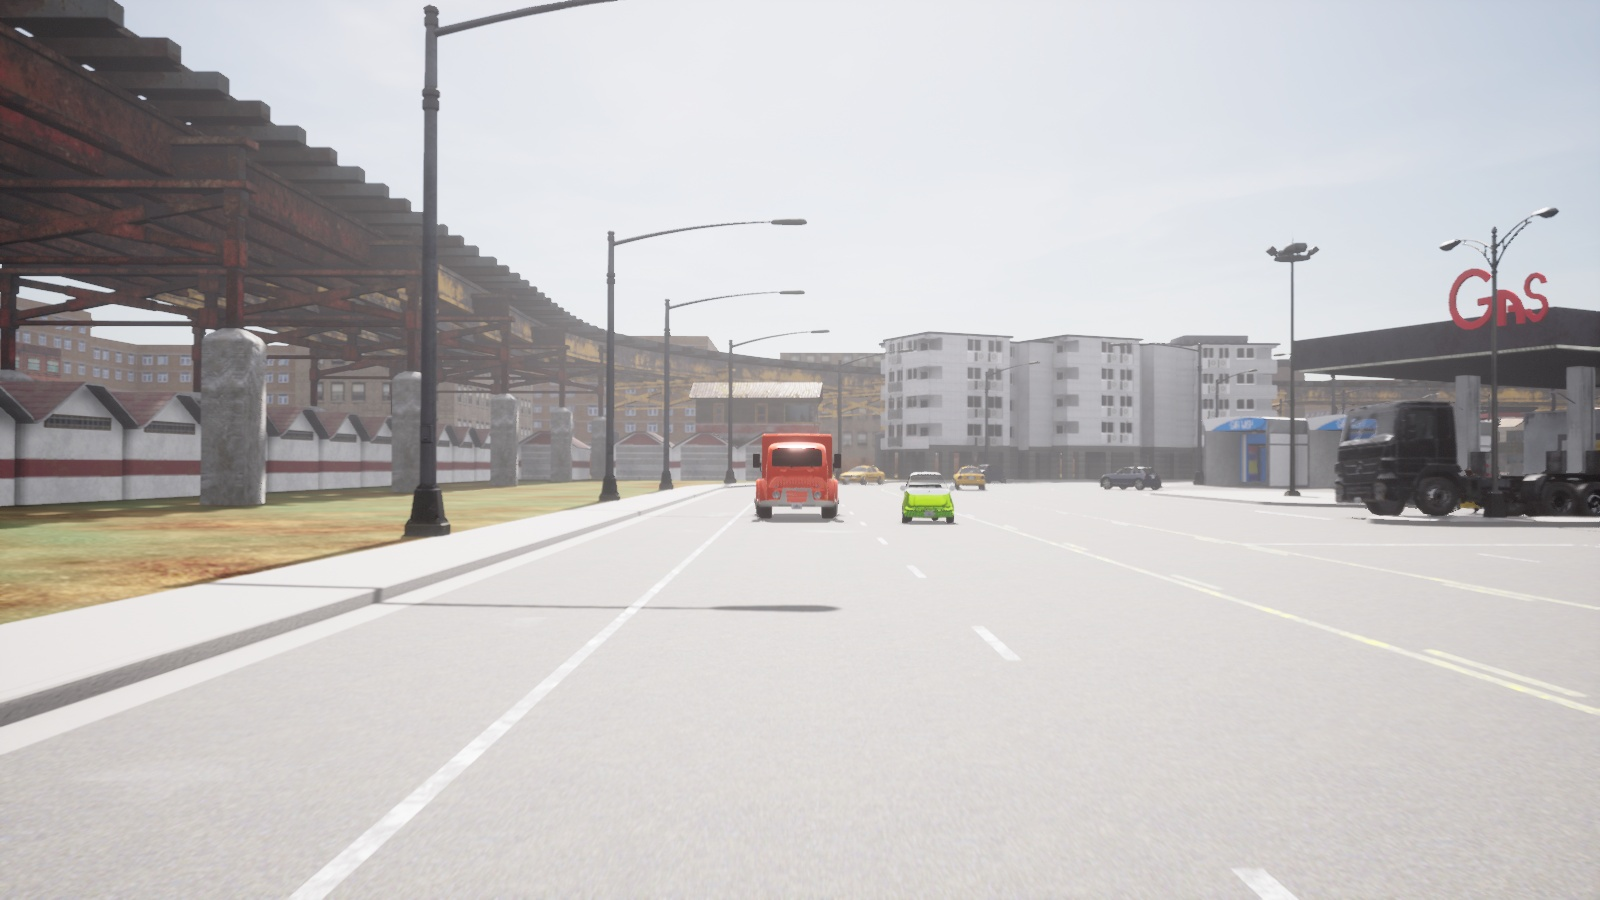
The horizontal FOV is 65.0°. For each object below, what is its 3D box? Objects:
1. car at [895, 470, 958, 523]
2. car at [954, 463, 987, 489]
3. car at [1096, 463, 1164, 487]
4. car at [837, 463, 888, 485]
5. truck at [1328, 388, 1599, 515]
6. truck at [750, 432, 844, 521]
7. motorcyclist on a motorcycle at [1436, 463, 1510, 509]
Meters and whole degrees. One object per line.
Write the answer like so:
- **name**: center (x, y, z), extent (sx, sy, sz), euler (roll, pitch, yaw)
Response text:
- **car**: center (3.421, 1.248, 34.197), extent (1.481, 1.376, 2.207), euler (0, -1, 0)
- **car**: center (10.639, 1.592, 78.772), extent (1.801, 1.575, 5.366), euler (0, -1, 5)
- **car**: center (21.204, 1.598, 80.701), extent (1.970, 1.475, 3.806), euler (0, -1, -37)
- **car**: center (4.749, 1.795, 95.085), extent (1.801, 1.575, 5.366), euler (0, -1, 27)
- **truck**: center (20.341, 0.137, 37.581), extent (7.936, 3.462, 2.891), euler (1, -4, -8)
- **truck**: center (-0.088, 0.757, 37.543), extent (2.627, 2.467, 5.204), euler (0, -1, 0)
- **motorcyclist on a motorcycle**: center (22.529, 1.185, 42.073), extent (2.044, 1.523, 0.797), euler (0, -1, 0)
